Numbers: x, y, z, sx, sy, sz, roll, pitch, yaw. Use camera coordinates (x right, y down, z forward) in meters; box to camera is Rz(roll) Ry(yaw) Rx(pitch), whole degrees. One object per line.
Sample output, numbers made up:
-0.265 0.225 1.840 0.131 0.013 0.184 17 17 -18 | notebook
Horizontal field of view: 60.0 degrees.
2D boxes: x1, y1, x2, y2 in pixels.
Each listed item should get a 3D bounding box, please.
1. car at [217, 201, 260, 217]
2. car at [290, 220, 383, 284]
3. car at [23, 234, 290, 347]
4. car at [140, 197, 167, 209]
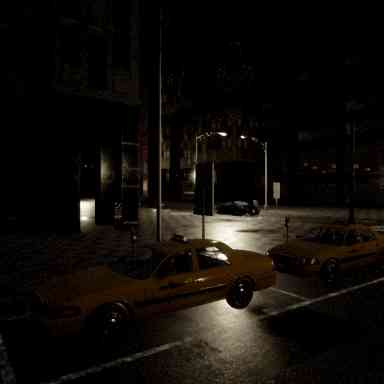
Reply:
4.103 1.497 29.949 1.994 1.385 4.181 0 0 -36 | car
4.099 1.526 9.548 4.829 1.417 1.752 0 0 -35 | car
-0.468 1.526 6.305 4.829 1.417 1.752 0 0 -35 | car
-4.974 1.411 42.596 1.812 1.442 4.674 0 0 -36 | car
